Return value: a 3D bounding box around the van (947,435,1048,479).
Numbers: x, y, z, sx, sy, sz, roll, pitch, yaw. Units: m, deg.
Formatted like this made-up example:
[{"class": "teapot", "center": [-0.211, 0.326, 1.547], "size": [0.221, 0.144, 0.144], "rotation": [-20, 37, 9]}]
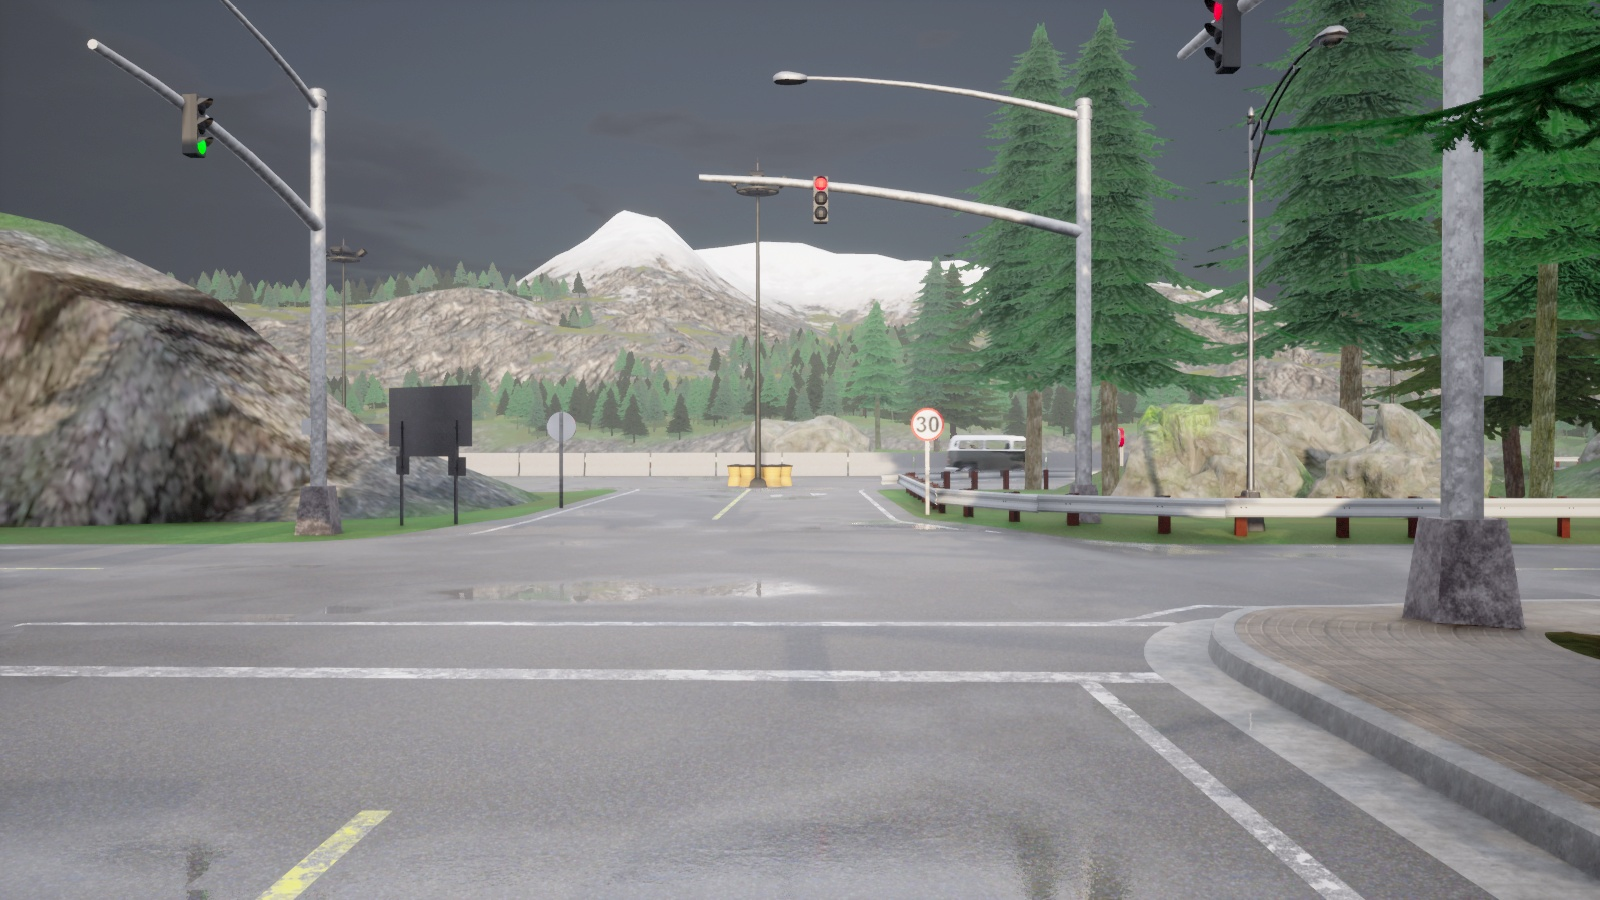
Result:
[{"class": "van", "center": [9.236, 0.339, 59.000], "size": [4.480, 2.038, 2.069], "rotation": [0, -1, 4]}]
